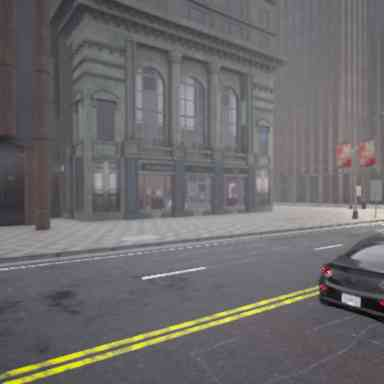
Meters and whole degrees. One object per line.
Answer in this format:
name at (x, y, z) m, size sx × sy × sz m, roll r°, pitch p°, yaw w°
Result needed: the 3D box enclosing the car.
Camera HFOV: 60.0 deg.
car at (4.359, 1.514, 6.504) m, size 4.674 × 1.442 × 1.812 m, roll 0°, pitch 0°, yaw -35°
